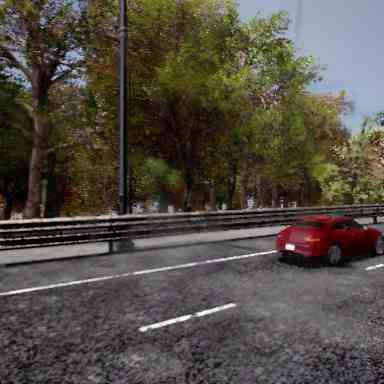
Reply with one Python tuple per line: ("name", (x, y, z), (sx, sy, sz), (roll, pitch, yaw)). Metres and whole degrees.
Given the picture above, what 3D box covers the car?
("car", (4.889, 1.534, 11.602), (4.674, 1.442, 1.812), (0, 0, -36))
